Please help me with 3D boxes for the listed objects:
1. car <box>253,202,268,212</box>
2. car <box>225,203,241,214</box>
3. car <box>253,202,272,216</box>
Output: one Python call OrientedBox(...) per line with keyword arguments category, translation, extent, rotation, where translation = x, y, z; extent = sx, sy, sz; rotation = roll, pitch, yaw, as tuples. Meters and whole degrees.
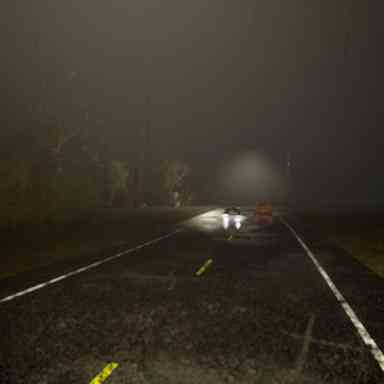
OrientedBox(category="car", translation=(9.679, 2.117, 47.204), extent=(1.895, 1.301, 4.718), rotation=(0, -1, 9))
OrientedBox(category="car", translation=(5.173, 2.035, 41.866), extent=(1.895, 1.301, 4.718), rotation=(0, -1, 10))
OrientedBox(category="car", translation=(7.916, 1.874, 37.302), extent=(1.882, 1.535, 5.008), rotation=(0, -1, 11))
